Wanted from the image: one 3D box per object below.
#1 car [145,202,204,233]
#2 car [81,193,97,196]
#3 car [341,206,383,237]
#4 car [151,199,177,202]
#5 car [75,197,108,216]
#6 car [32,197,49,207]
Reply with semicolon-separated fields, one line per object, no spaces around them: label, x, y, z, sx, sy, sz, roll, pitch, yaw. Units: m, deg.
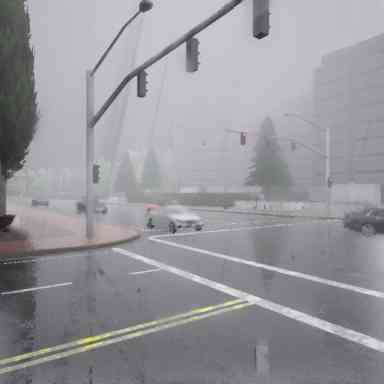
car;-1.134;1.526;19.804;1.812;1.442;4.674;0;0;-31
car;-20.389;1.221;65.395;2.150;2.045;5.566;0;0;-36
car;10.366;1.505;17.124;4.892;1.490;1.837;0;2;13
car;-2.016;1.352;27.481;2.097;1.767;4.553;0;0;-36
car;-9.764;1.491;32.257;2.128;1.511;4.902;0;0;-36
car;-23.507;1.507;51.518;1.837;1.490;4.892;0;-1;-35
